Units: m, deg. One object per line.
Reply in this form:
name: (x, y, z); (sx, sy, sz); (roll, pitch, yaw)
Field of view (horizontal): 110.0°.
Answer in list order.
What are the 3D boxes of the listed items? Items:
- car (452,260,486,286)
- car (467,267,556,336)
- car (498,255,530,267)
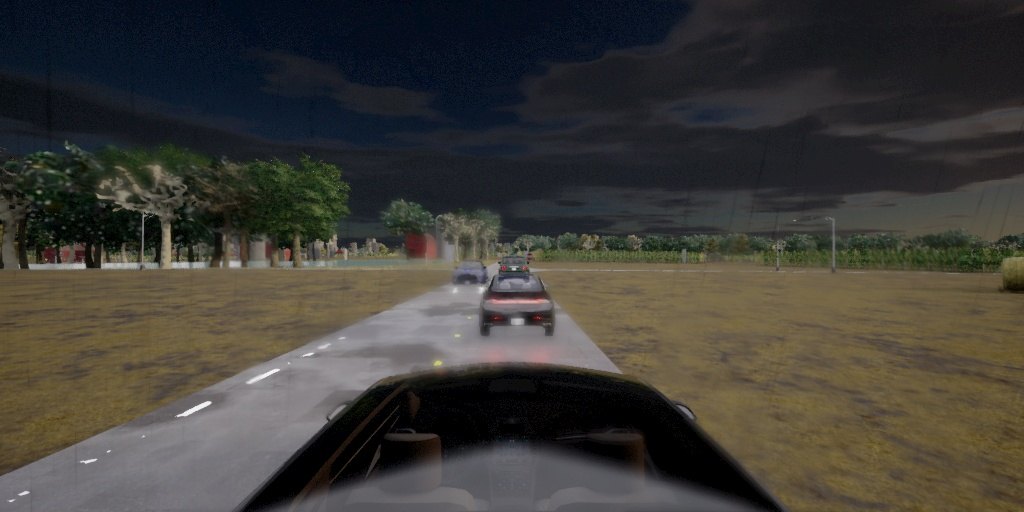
car: (-2.811, 1.097, 24.954); (2.097, 1.767, 4.553); (0, 0, 0)
car: (0.115, 1.241, 10.364); (2.128, 1.511, 4.902); (0, 0, 0)
car: (0.135, 0.966, 26.564); (2.150, 2.045, 5.566); (0, 0, 0)
